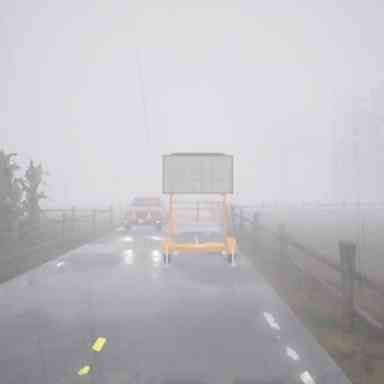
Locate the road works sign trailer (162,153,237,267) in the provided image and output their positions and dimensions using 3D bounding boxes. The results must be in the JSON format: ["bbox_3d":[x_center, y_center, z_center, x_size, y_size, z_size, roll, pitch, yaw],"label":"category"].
[{"bbox_3d":[0.189,0.467,11.373,2.380,3.560,2.880,0,0,-2],"label":"road works sign trailer"}]

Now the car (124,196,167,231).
[{"bbox_3d":[-2.819,1.260,21.208,2.150,2.045,5.566,0,0,0],"label":"car"}]

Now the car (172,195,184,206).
[{"bbox_3d":[-2.711,1.515,63.079,2.150,2.045,5.566,0,0,1],"label":"car"}]
